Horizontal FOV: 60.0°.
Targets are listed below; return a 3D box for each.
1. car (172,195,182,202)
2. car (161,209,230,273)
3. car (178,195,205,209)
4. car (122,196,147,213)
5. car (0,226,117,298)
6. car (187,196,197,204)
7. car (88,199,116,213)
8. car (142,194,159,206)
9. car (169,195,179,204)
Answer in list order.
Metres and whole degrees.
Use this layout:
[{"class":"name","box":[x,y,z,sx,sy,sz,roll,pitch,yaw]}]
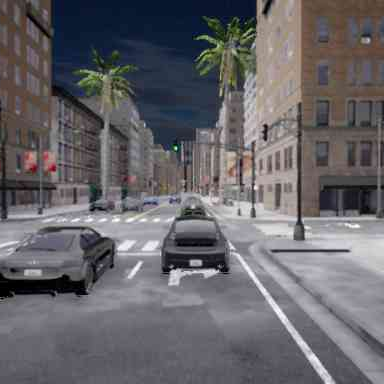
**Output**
[{"class":"car","box":[-3.265,1.411,74.193,2.128,1.511,4.902,0,0,0]},{"class":"car","box":[0.094,1.498,10.576,1.837,1.490,4.892,0,0,0]},{"class":"car","box":[0.094,1.342,30.345,2.097,1.767,4.553,0,0,0]},{"class":"car","box":[-6.603,1.493,37.344,1.837,1.490,4.892,0,0,0]},{"class":"car","box":[-3.222,1.558,8.562,1.994,1.385,4.181,0,0,-2]},{"class":"car","box":[-0.013,1.497,63.771,1.837,1.490,4.892,0,0,0]},{"class":"car","box":[-9.854,1.537,36.983,2.033,1.411,5.357,0,0,0]},{"class":"car","box":[-6.576,1.468,54.208,1.882,1.535,5.008,0,0,0]},{"class":"car","box":[-3.263,1.344,64.157,2.097,1.767,4.553,0,0,0]}]
